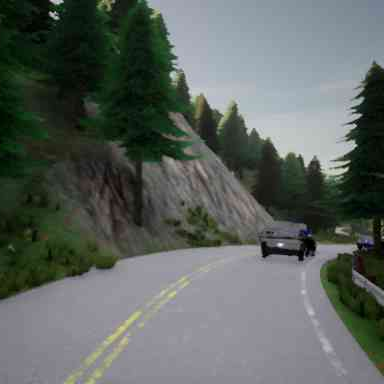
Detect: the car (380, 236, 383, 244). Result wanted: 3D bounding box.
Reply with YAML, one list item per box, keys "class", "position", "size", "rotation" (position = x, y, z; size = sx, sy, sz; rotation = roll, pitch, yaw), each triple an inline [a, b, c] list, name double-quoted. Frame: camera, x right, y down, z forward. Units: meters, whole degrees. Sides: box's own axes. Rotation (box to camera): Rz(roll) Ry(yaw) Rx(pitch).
- class: "car"
  position: [33.919, 8.335, 57.210]
  size: [1.994, 1.385, 4.181]
  rotation: [-1, -7, 39]

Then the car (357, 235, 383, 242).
- class: "car"
  position: [17.760, 4.907, 32.665]
  size: [2.033, 1.411, 5.357]
  rotation: [-1, -7, 41]

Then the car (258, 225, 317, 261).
- class: "car"
  position: [4.858, 2.511, 16.440]
  size: [1.994, 1.385, 4.181]
  rotation: [0, -6, 28]

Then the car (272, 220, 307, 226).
- class: "car"
  position: [7.280, 3.239, 25.795]
  size: [2.150, 2.045, 5.566]
  rotation: [-1, -7, 40]
